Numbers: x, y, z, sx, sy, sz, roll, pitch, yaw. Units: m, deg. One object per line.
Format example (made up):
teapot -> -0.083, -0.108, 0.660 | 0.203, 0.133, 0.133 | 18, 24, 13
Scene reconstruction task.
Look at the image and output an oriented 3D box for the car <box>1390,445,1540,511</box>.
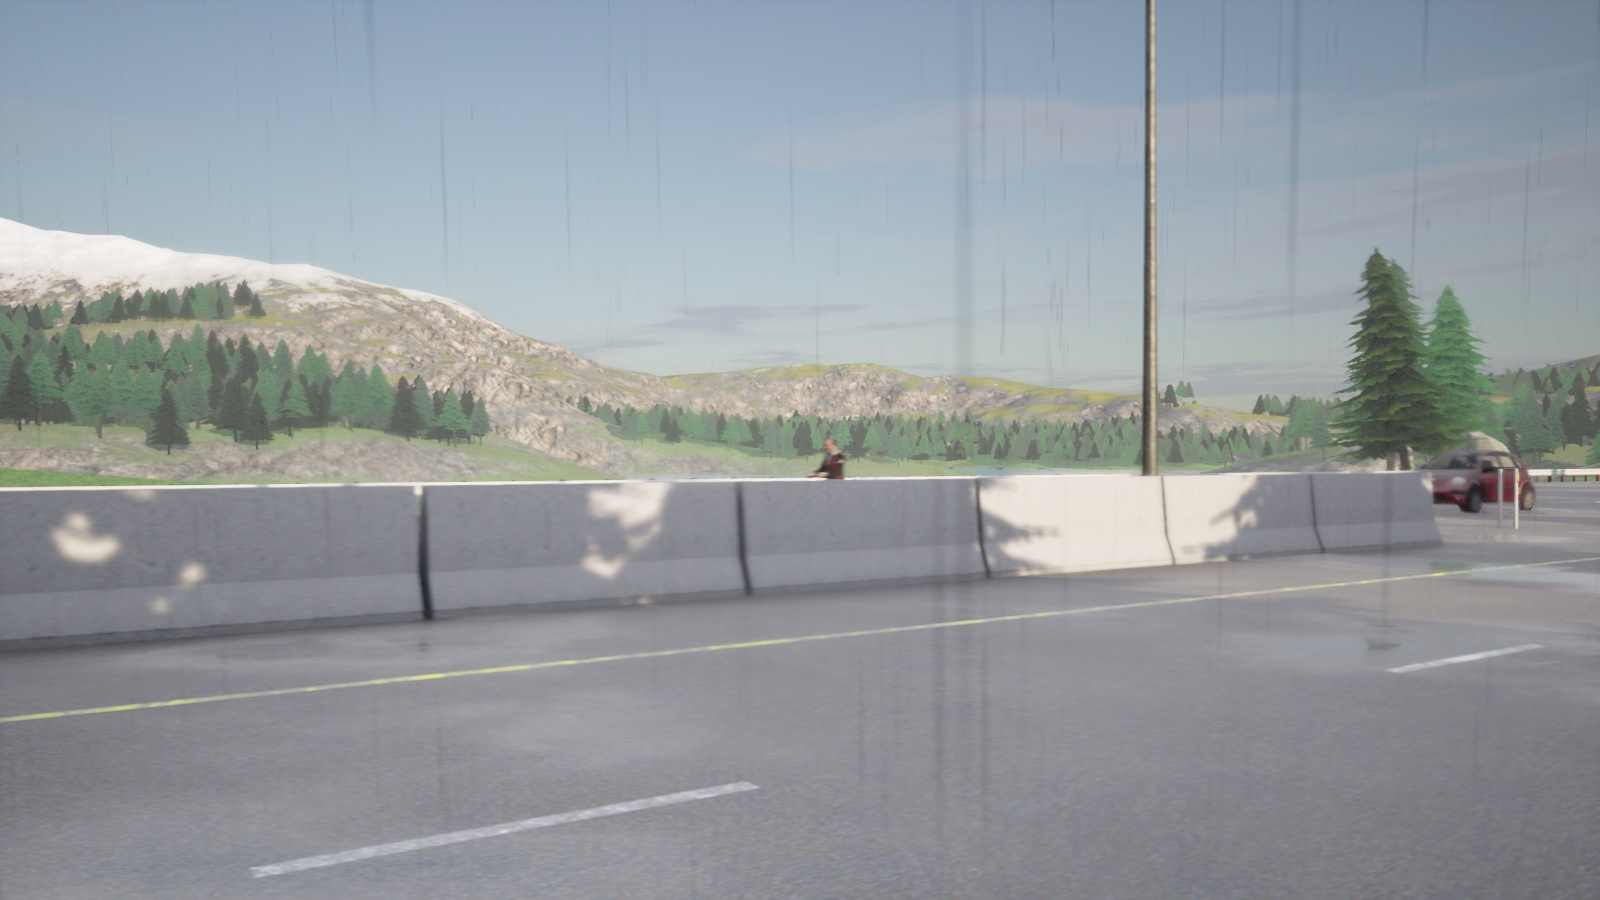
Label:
car -> 17.399, 0.687, 32.824 | 3.988, 1.617, 1.851 | 0, 0, -35
